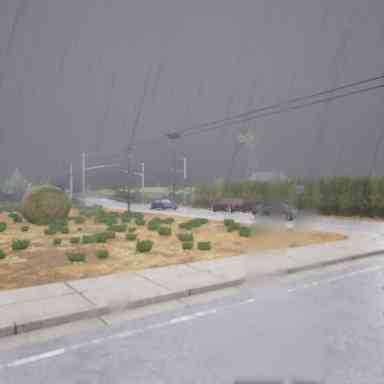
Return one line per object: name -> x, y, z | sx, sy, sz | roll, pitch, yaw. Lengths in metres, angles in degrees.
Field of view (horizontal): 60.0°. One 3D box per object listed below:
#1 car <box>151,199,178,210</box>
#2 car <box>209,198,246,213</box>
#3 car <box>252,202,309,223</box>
car -> -3.596, 1.613, 42.068 | 1.812, 1.442, 4.674 | 0, 0, -34
car -> 3.967, 1.449, 37.598 | 2.097, 1.767, 4.553 | 0, 0, -35
car -> 7.018, 1.577, 26.722 | 2.128, 1.511, 4.902 | 0, 0, -35
